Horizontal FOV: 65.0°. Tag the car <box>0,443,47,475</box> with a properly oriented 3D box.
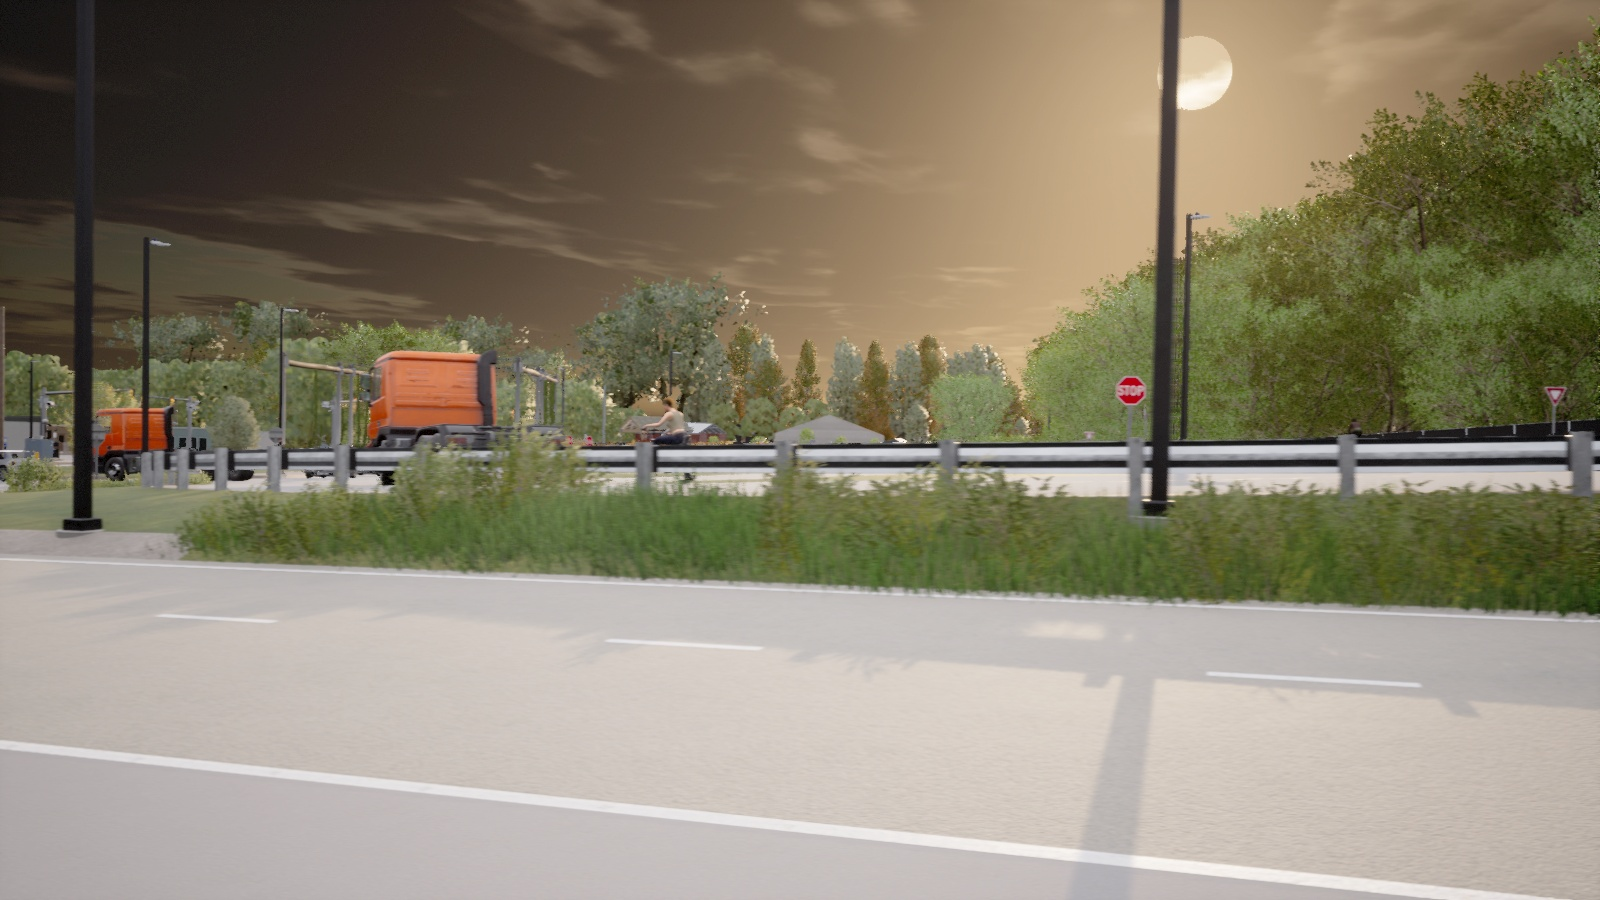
[{"bbox_3d":[-38.503,0.421,60.307,3.806,1.475,1.970,0,1,18],"label":"car"}]

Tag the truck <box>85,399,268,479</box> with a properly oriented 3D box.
[{"bbox_3d":[-28.241,-0.500,56.888,7.936,3.462,2.891,0,1,22],"label":"truck"}]

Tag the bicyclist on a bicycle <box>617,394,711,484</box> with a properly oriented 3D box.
[{"bbox_3d":[-2.522,-0.182,23.253,1.509,1.612,0.866,-1,-1,35],"label":"bicyclist on a bicycle"}]

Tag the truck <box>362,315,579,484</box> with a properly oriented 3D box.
[{"bbox_3d":[-8.070,-0.934,29.889,2.891,3.462,7.936,1,-2,-31],"label":"truck"}]

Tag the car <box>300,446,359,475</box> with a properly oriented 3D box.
[{"bbox_3d":[-24.842,0.554,66.441,1.970,1.475,3.806,1,-1,-6],"label":"car"}]
